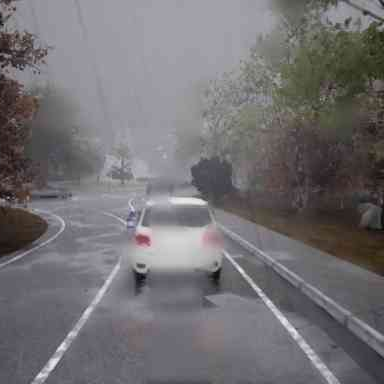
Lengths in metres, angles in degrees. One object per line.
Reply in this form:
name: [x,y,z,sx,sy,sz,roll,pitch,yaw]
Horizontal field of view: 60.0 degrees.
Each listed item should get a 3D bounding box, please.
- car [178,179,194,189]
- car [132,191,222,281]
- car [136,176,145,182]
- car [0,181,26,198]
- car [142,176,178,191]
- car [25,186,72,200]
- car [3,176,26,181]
car: [-0.724,-1.366,53.875,2.128,1.511,4.902,4,6,45]
car: [-0.473,1.159,9.953,2.150,2.045,5.566,0,1,-3]
car: [-10.360,-2.936,75.106,4.718,1.301,1.895,2,5,28]
car: [-21.213,-0.159,38.380,4.902,1.511,2.128,0,5,4]
car: [-3.842,-0.678,41.710,2.150,2.045,5.566,1,5,14]
car: [-15.230,0.105,35.997,4.181,1.385,1.994,-1,5,-13]
car: [-35.738,-2.363,66.329,2.128,1.511,4.902,3,5,33]
